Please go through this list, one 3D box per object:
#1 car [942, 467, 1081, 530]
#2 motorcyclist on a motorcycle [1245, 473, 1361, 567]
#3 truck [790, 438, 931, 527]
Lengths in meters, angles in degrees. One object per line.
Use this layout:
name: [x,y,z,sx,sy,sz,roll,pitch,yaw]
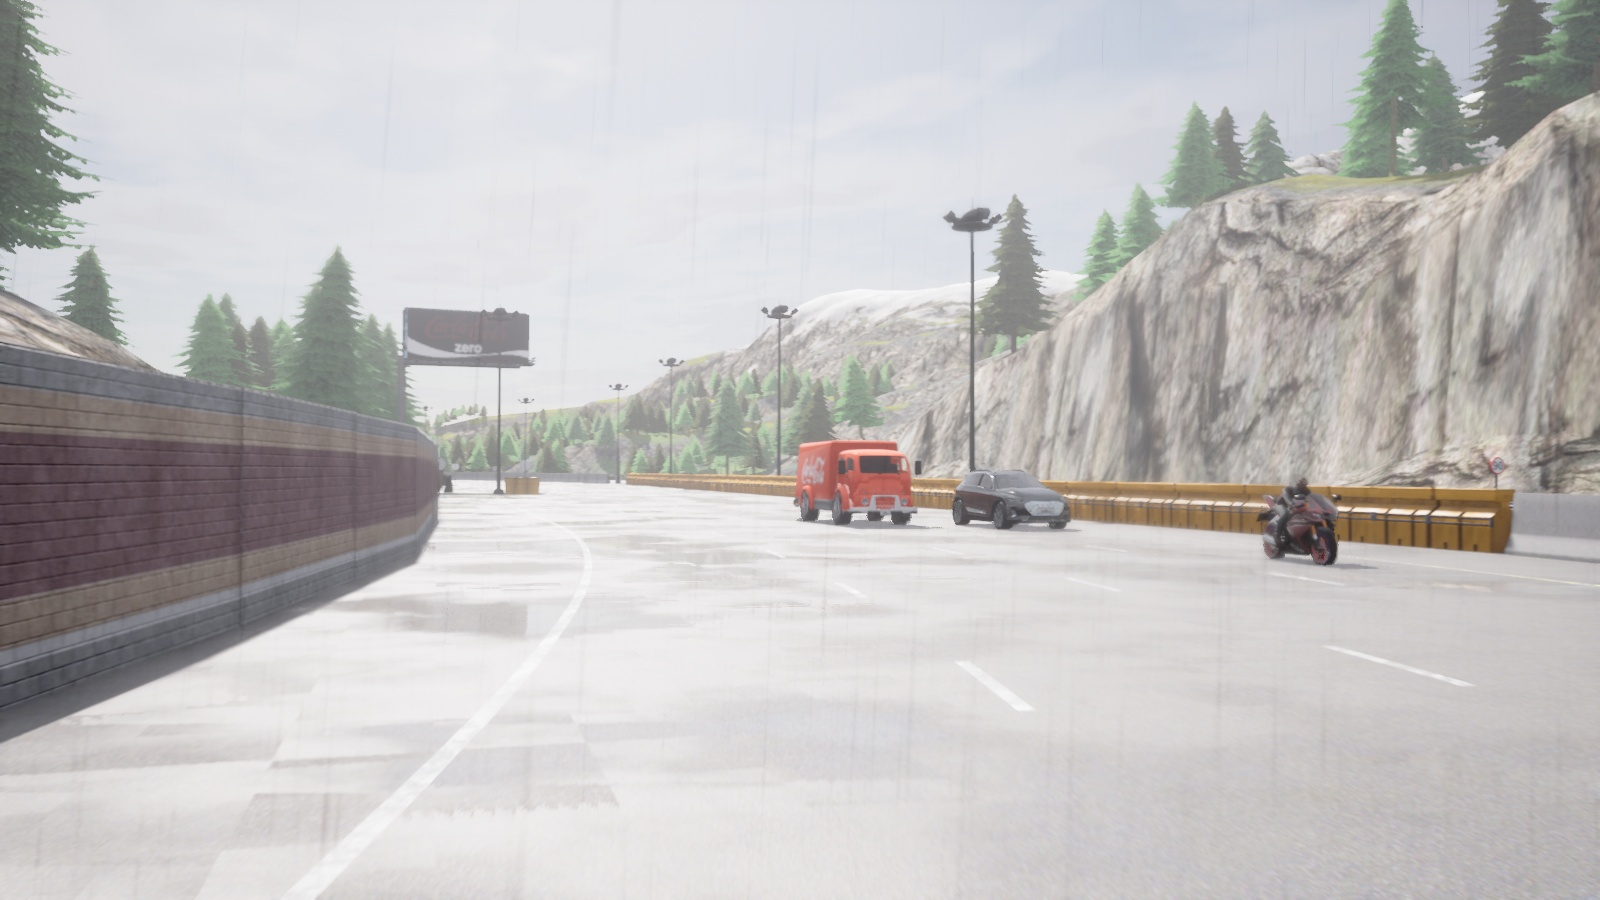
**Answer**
car: [5.859,1.313,35.440,2.033,1.649,4.856,0,-1,-15]
motorcyclist on a motorcycle: [8.729,1.178,21.902,0.866,1.530,2.191,0,-1,-9]
truck: [1.685,0.948,37.466,2.627,2.467,5.204,0,-1,-16]
